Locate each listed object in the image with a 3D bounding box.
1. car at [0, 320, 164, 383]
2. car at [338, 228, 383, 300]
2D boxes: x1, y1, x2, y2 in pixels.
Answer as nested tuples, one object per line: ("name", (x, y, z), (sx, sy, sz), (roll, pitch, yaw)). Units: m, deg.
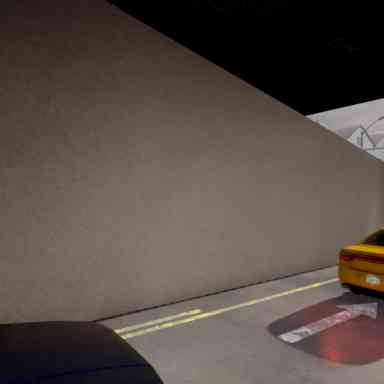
("car", (-2.732, 1.547, 1.835), (5.357, 1.411, 2.033), (0, 0, -35))
("car", (5.364, 1.478, 7.585), (5.008, 1.535, 1.882), (0, 0, -35))
